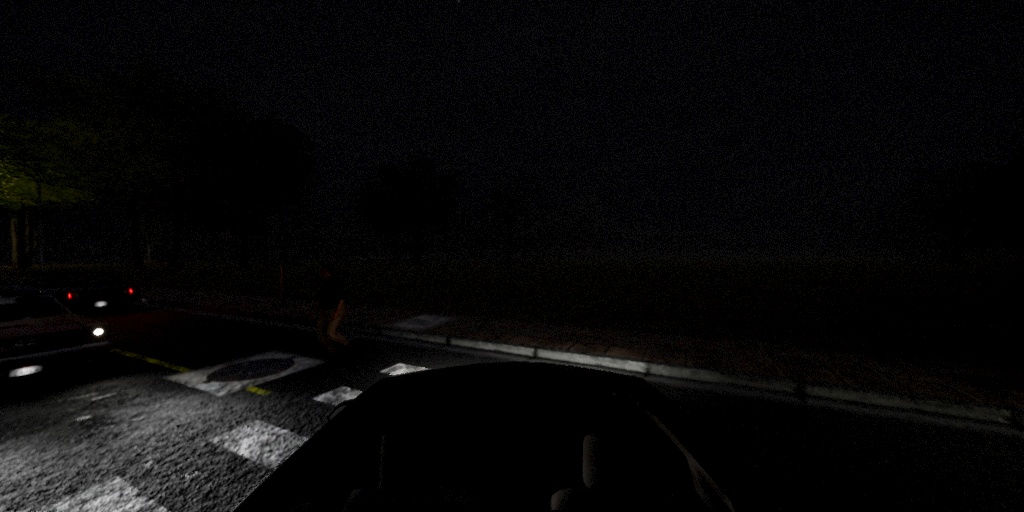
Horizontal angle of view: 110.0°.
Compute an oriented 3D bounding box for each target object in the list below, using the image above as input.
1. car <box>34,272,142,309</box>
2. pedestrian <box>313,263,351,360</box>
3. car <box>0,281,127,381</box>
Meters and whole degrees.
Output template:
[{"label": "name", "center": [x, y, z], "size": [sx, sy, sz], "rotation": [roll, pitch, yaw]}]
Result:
[{"label": "car", "center": [-14.842, 1.195, 12.152], "size": [4.718, 1.301, 1.895], "rotation": [0, 1, 26]}, {"label": "pedestrian", "center": [-3.305, 0.961, 6.584], "size": [0.375, 1.860, 0.375], "rotation": [0, 1, 26]}, {"label": "car", "center": [-8.875, 1.300, 6.030], "size": [4.718, 1.301, 1.895], "rotation": [0, 2, 26]}]
